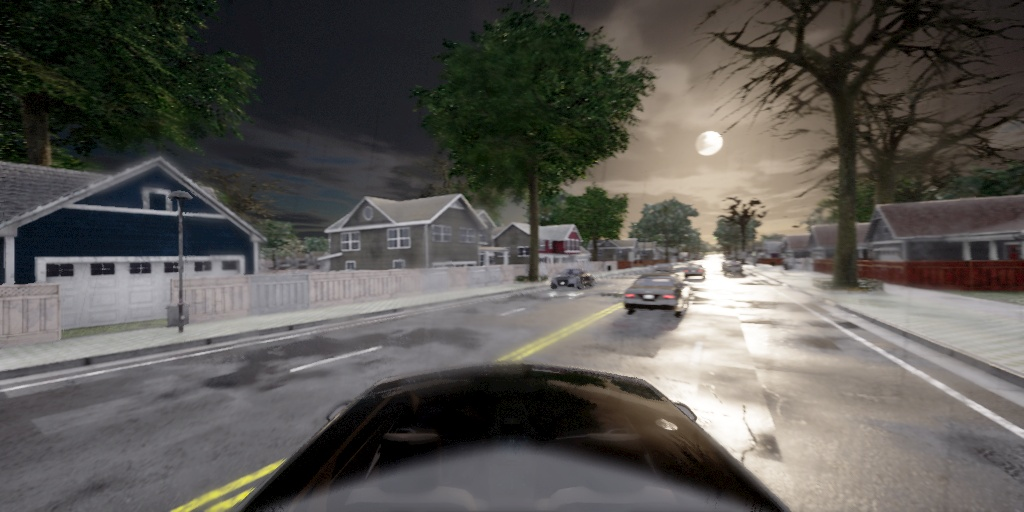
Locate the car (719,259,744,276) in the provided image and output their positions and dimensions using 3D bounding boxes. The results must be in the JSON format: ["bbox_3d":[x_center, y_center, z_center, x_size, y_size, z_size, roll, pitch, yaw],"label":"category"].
[{"bbox_3d":[23.700,1.327,38.521,2.128,1.511,4.902,-1,-1,30],"label":"car"}]

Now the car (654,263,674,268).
[{"bbox_3d":[17.717,1.527,41.539,2.033,1.411,5.357,-1,-1,30],"label":"car"}]

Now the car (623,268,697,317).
[{"bbox_3d":[5.628,1.357,13.646,2.033,1.411,5.357,-1,-1,30],"label":"car"}]

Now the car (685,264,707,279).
[{"bbox_3d":[17.439,1.431,34.162,2.033,1.411,5.357,-1,-1,30],"label":"car"}]

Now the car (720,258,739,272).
[{"bbox_3d":[29.731,1.228,49.205,2.097,1.767,4.553,-1,-1,30],"label":"car"}]

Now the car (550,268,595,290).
[{"bbox_3d":[4.206,1.546,24.602,1.994,1.385,4.181,-1,-1,30],"label":"car"}]
